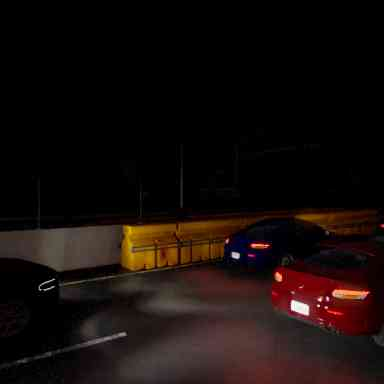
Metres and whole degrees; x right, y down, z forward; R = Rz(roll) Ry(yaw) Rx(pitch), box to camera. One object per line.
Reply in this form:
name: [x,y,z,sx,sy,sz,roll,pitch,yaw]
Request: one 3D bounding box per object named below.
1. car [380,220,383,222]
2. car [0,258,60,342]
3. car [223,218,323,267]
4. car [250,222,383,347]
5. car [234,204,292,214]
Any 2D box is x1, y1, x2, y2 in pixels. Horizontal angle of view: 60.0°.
car: [10.842,1.547,15.779,5.357,1.411,2.033,0,0,-36]
car: [-4.570,1.478,4.785,5.008,1.535,1.882,0,0,-35]
car: [3.042,1.525,10.220,4.674,1.442,1.812,0,0,-35]
car: [3.441,1.526,6.211,4.674,1.442,1.812,0,0,-36]
car: [5.322,1.600,24.997,4.718,1.301,1.895,0,0,-36]
